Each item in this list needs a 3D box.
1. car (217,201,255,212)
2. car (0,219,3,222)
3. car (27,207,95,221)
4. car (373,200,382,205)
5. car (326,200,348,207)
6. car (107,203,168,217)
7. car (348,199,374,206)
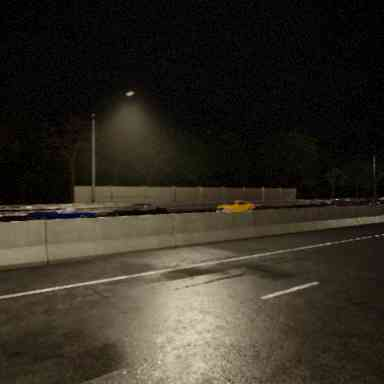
[{"bbox_3d":[5.050,1.738,38.173,5.008,1.535,1.882,0,-1,-37],"label":"car"},{"bbox_3d":[-10.469,1.641,13.698,4.902,1.511,2.128,0,-1,-36],"label":"car"},{"bbox_3d":[-10.233,1.839,26.009,4.718,1.301,1.895,0,-1,-39],"label":"car"},{"bbox_3d":[23.981,1.736,39.123,5.357,1.411,2.033,0,-1,-36],"label":"car"},{"bbox_3d":[19.976,1.773,44.860,4.674,1.442,1.812,0,-1,-36],"label":"car"},{"bbox_3d":[-4.348,1.696,26.910,5.008,1.535,1.882,0,-1,-36],"label":"car"},{"bbox_3d":[22.253,1.725,42.196,4.892,1.490,1.837,1,-1,-36],"label":"car"}]
